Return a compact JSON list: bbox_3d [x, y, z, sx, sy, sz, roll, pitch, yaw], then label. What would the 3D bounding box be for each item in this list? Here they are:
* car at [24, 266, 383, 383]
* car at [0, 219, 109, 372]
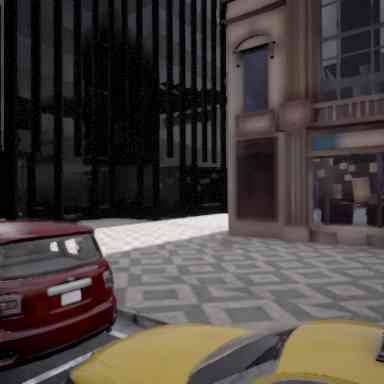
[{"bbox_3d":[1.032,1.528,2.224,4.829,1.417,1.752,-1,0,36],"label":"car"},{"bbox_3d":[-3.391,1.371,5.381,5.009,1.841,2.192,-1,0,36],"label":"car"}]
